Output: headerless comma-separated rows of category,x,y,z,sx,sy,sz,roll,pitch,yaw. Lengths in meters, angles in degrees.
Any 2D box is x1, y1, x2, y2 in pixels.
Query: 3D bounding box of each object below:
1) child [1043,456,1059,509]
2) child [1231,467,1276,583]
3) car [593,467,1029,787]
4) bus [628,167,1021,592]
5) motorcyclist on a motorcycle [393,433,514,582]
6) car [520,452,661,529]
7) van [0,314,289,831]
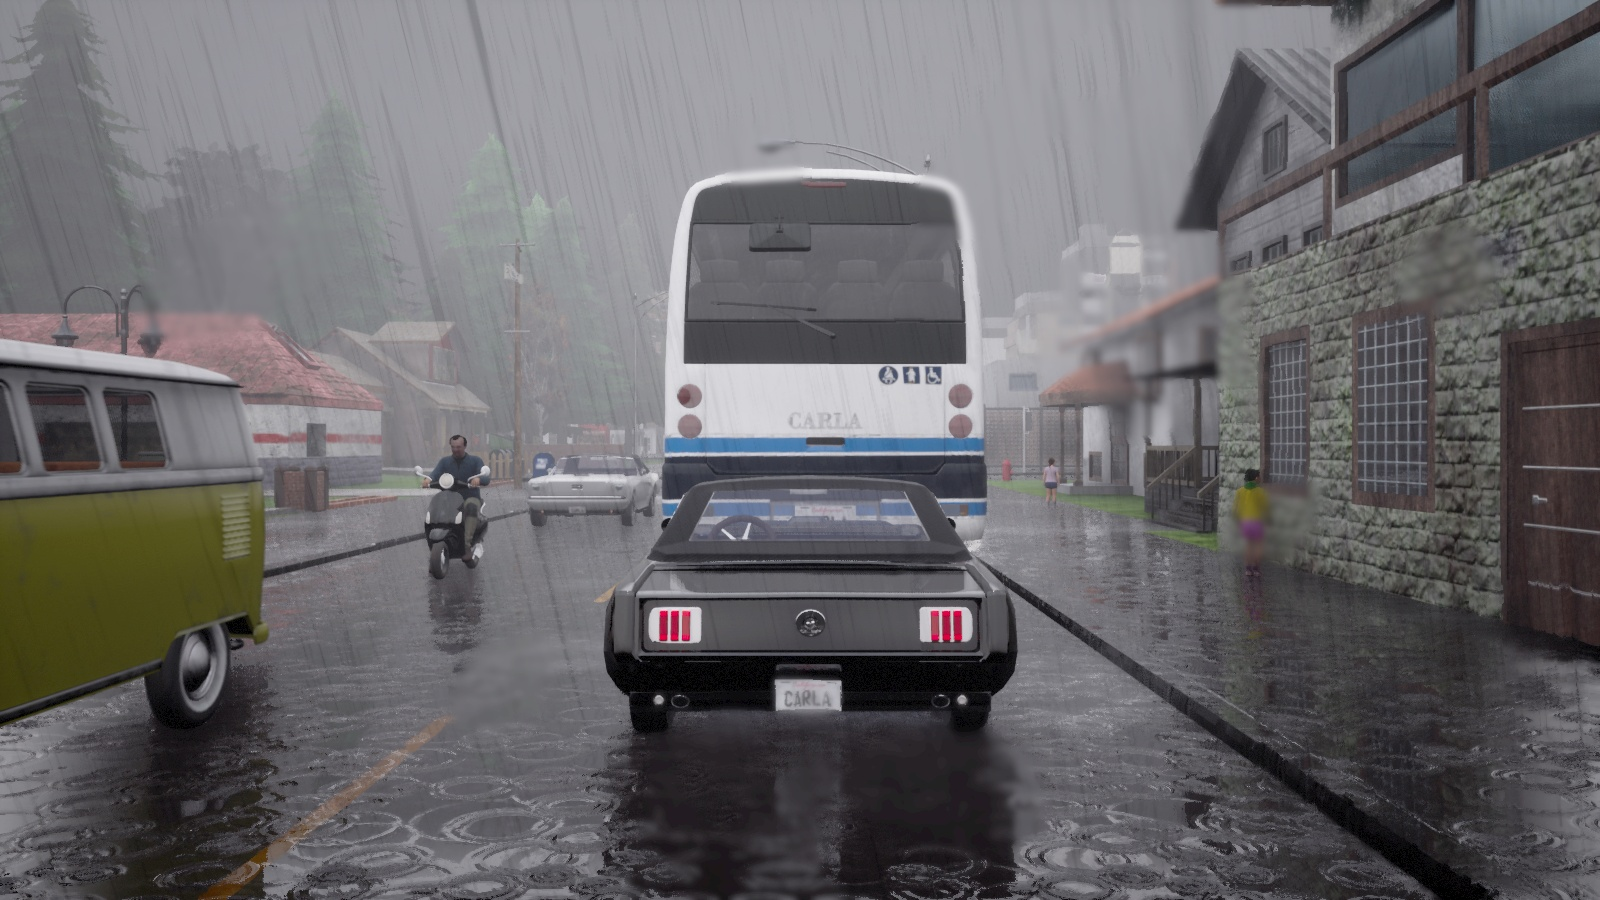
child,5.335,0.690,26.666,0.255,1.110,0.394,0,0,26
child,4.713,0.766,13.044,0.299,1.160,0.473,0,0,40
car,0.053,0.803,7.818,1.895,1.301,4.718,0,0,0
bus,0.139,-0.730,17.748,3.944,4.253,10.273,0,0,-1
motorcyclist on a motorcycle,-3.916,0.615,14.356,0.866,1.590,1.817,0,0,0
car,-3.871,0.708,24.046,1.895,1.301,4.718,0,0,0
van,-3.959,0.466,5.305,1.775,1.987,4.442,0,0,0
